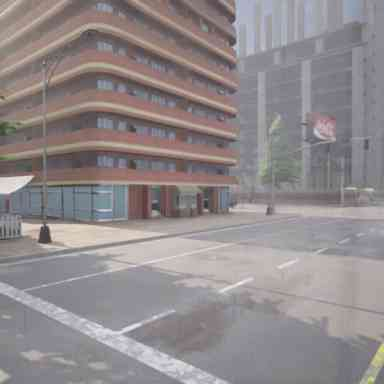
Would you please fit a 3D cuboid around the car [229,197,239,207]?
[{"bbox_3d":[3.861,1.144,47.143,5.566,2.045,2.150,0,0,39],"label":"car"}]
